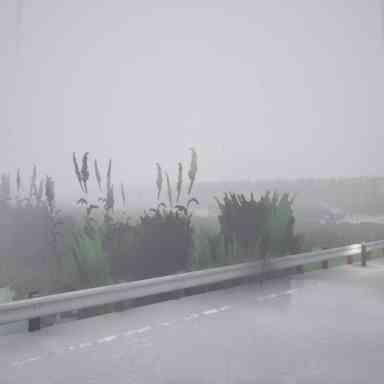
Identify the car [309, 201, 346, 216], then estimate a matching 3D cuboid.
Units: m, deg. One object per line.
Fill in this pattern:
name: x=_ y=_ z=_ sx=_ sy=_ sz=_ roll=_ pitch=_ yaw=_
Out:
car: x=10.878 y=1.574 z=29.024 sx=2.097 sy=1.767 sz=4.553 roll=-1 pitch=1 yaw=-43
